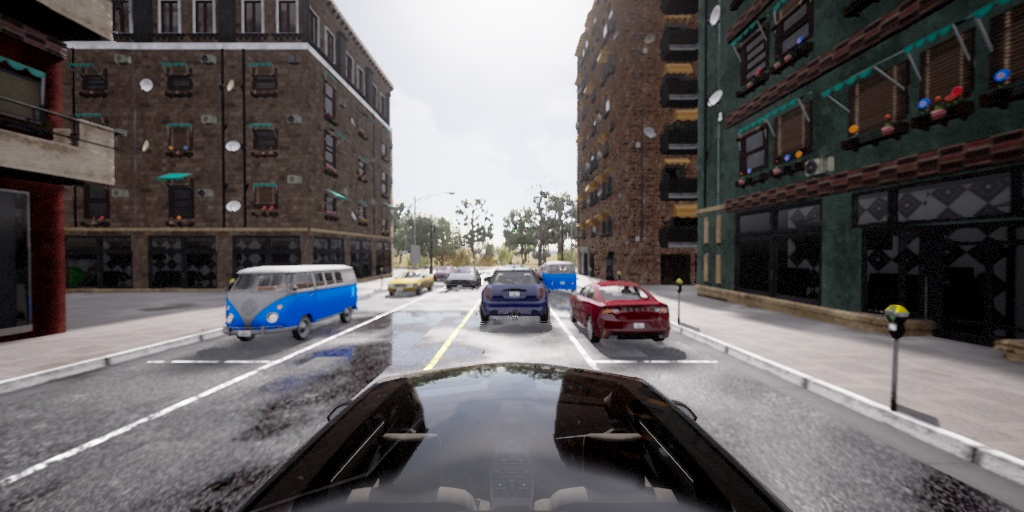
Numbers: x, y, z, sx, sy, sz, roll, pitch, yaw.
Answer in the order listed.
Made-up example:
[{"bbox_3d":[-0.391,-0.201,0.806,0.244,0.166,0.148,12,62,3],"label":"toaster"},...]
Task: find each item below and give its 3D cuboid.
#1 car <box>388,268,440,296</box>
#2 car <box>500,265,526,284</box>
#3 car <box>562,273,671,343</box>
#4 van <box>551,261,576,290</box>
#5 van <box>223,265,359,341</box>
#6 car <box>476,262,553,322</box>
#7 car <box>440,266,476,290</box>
[{"bbox_3d":[-5.691,1.394,20.611,1.751,1.417,4.829,0,0,0],"label":"car"},{"bbox_3d":[0.090,1.472,30.034,2.033,1.411,5.357,0,0,0],"label":"car"},{"bbox_3d":[2.689,1.346,9.781,1.888,1.381,4.507,0,0,0],"label":"car"},{"bbox_3d":[2.689,1.210,20.830,1.690,1.789,3.998,0,0,0],"label":"van"},{"bbox_3d":[-5.691,1.141,9.733,1.690,1.789,3.998,0,0,0],"label":"van"},{"bbox_3d":[0.081,1.170,12.725,2.097,1.767,4.553,0,0,0],"label":"car"},{"bbox_3d":[-3.096,1.435,23.901,2.033,1.411,5.357,0,0,0],"label":"car"}]
